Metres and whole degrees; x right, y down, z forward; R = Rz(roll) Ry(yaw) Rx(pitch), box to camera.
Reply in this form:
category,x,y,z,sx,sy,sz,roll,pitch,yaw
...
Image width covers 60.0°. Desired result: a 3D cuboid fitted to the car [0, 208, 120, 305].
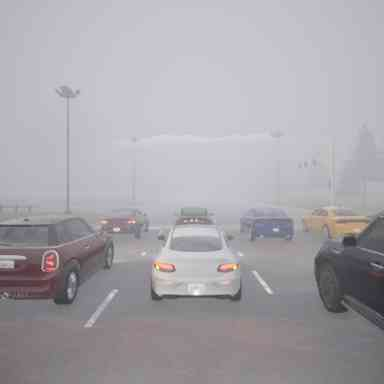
category,x,y,z,sx,sy,sz,roll,pitch,yaw
car,-3.413,1.352,8.247,2.097,1.767,4.553,0,0,0

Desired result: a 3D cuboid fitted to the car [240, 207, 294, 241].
category,x,y,z,sx,sy,sz,roll,pitch,yaw
car,3.603,1.477,16.743,1.882,1.535,5.008,0,0,0

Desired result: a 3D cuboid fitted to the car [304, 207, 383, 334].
category,x,y,z,sx,sy,sz,roll,pitch,yaw
car,3.589,1.223,4.479,2.150,2.045,5.566,0,0,0

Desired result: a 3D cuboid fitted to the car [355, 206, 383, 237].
category,x,y,z,sx,sy,sz,roll,pitch,yaw
car,10.605,1.547,16.856,2.033,1.411,5.357,0,0,0

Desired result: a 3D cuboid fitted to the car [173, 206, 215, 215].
category,x,y,z,sx,sy,sz,roll,pitch,yaw
car,0.103,1.504,17.275,1.837,1.490,4.892,0,0,0

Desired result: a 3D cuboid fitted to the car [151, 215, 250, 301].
category,x,y,z,sx,sy,sz,roll,pitch,yaw
car,0.092,1.525,8.194,1.812,1.442,4.674,0,0,0

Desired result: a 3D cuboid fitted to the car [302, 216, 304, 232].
category,x,y,z,sx,sy,sz,roll,pitch,yaw
car,7.106,1.477,16.778,1.882,1.535,5.008,0,0,0

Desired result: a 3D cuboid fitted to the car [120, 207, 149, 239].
category,x,y,z,sx,sy,sz,roll,pitch,yaw
car,-3.396,1.525,17.273,1.812,1.442,4.674,0,0,0
